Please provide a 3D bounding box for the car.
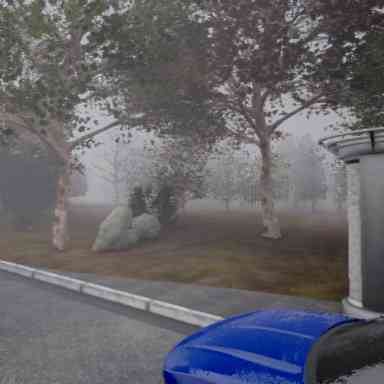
[{"bbox_3d":[2.017,1.480,1.940,5.008,1.535,1.882,0,0,35],"label":"car"}]
